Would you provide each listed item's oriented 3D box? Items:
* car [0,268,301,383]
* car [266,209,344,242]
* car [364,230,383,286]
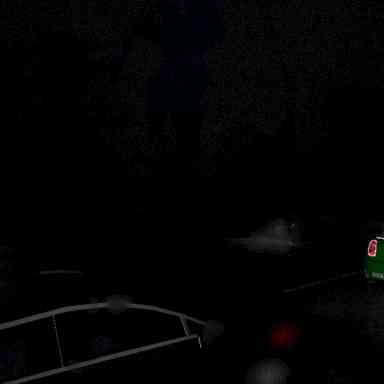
[{"bbox_3d":[-1.037,1.492,2.986,4.902,1.511,2.128,0,0,-36],"label":"car"},{"bbox_3d":[5.668,1.564,16.564,4.181,1.385,1.994,0,0,-35],"label":"car"},{"bbox_3d":[6.279,1.352,8.178,4.553,1.767,2.097,0,0,-35],"label":"car"}]
